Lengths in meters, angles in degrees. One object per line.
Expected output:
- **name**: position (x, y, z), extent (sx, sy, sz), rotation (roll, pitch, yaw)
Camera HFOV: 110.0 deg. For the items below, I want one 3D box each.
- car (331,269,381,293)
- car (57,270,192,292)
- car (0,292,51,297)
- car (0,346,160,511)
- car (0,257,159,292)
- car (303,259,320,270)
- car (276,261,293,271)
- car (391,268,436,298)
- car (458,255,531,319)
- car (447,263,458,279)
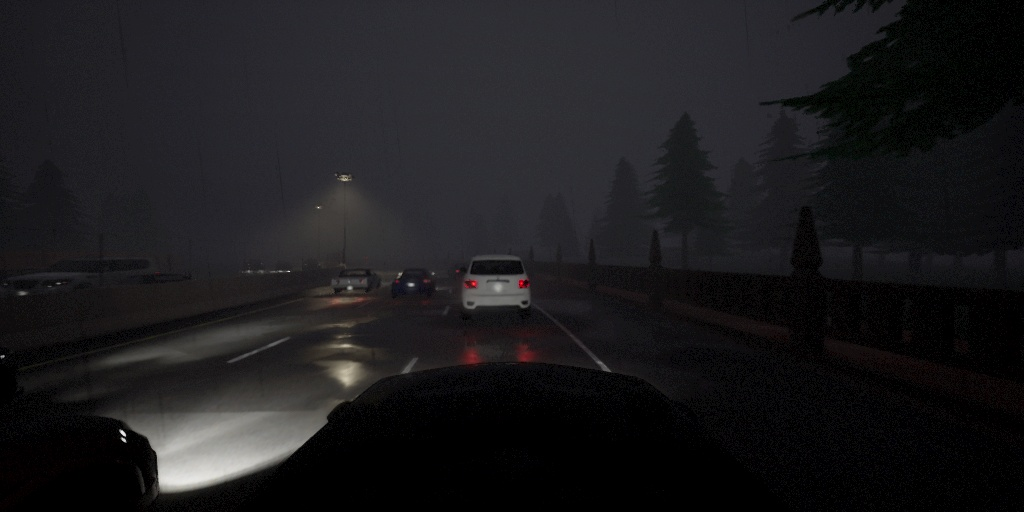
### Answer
- **car**: position (-8.996, 1.397, 21.129), extent (1.895, 1.301, 4.718), rotation (0, 0, -11)
- **car**: position (-15.212, 1.422, 14.993), extent (1.895, 1.301, 4.718), rotation (0, 0, -9)
- **car**: position (-7.047, 1.272, 2.388), extent (2.128, 1.511, 4.902), rotation (0, 0, 0)
- **car**: position (-3.557, 1.329, 0.832), extent (1.994, 1.385, 4.181), rotation (0, 0, 0)
- **car**: position (-18.938, 1.058, 16.231), extent (2.150, 2.045, 5.566), rotation (0, 0, -10)
- **car**: position (-30.204, 1.252, 54.066), extent (2.097, 1.767, 4.553), rotation (0, 0, -33)
- **car**: position (-34.038, 1.480, 53.568), extent (1.994, 1.385, 4.181), rotation (0, 0, -34)
- **car**: position (-5.105, 1.342, 19.043), extent (1.994, 1.385, 4.181), rotation (0, 0, -9)
- **car**: position (-0.688, 0.979, 13.077), extent (2.150, 2.045, 5.566), rotation (0, 0, -6)
- **car**: position (-4.747, 1.330, 32.926), extent (2.033, 1.411, 5.357), rotation (0, 0, -17)
